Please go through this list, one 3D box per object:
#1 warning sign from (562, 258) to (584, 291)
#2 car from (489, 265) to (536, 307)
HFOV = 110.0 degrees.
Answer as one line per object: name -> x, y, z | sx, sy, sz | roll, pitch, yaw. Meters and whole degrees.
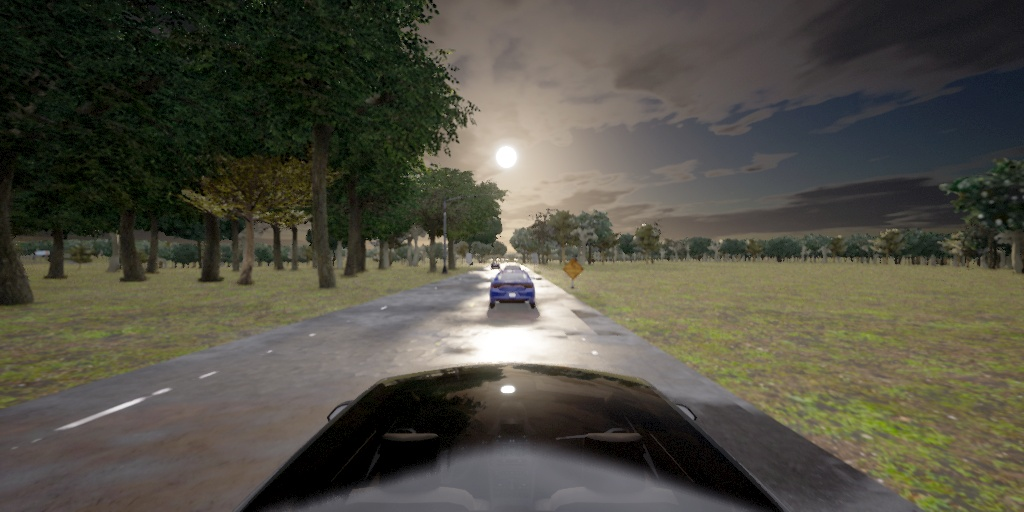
warning sign -> 3.578, 1.050, 21.114 | 1.300, 1.860, 1.060 | 0, 0, 0
car -> 0.028, 1.367, 16.306 | 1.882, 1.535, 5.008 | 0, 0, 0
